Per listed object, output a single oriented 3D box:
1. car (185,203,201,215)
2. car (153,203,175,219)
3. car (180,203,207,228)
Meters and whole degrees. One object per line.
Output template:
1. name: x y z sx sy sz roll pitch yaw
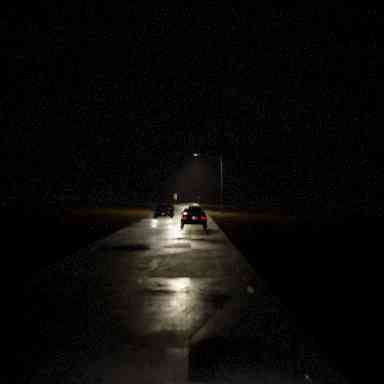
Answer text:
1. car: 0.121 2.032 41.544 1.895 1.301 4.718 0 -1 0
2. car: -2.734 1.861 33.573 1.837 1.490 4.892 0 -1 0
3. car: 0.114 1.774 24.227 2.033 1.411 5.357 0 -1 0
